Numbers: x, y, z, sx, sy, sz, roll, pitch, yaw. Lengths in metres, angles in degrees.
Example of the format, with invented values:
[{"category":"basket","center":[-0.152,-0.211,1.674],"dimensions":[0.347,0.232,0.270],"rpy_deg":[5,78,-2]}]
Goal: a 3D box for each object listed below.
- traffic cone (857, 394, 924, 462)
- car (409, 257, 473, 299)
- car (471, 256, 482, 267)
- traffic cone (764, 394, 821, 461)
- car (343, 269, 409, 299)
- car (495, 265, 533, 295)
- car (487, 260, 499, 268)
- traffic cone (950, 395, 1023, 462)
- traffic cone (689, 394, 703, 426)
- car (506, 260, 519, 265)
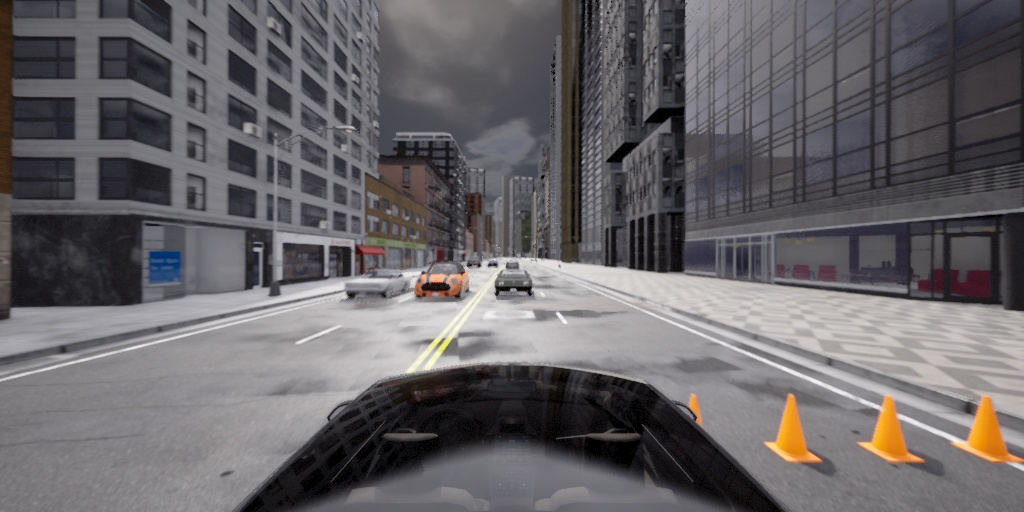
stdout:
[{"category":"traffic cone","center":[3.857,1.719,3.670],"dimensions":[0.340,0.580,0.340],"rpy_deg":[0,0,0]},{"category":"car","center":[-3.371,1.105,18.020],"dimensions":[2.097,1.767,4.553],"rpy_deg":[0,0,0]},{"category":"car","center":[-6.563,1.035,63.555],"dimensions":[2.150,2.045,5.566],"rpy_deg":[0,0,0]},{"category":"traffic cone","center":[2.857,1.716,3.670],"dimensions":[0.340,0.580,0.340],"rpy_deg":[0,0,0]},{"category":"car","center":[-6.622,1.344,18.101],"dimensions":[1.895,1.301,4.718],"rpy_deg":[0,0,0]},{"category":"car","center":[0.076,1.365,19.665],"dimensions":[1.895,1.301,4.718],"rpy_deg":[0,0,0]},{"category":"car","center":[-3.315,1.386,63.558],"dimensions":[1.895,1.301,4.718],"rpy_deg":[0,0,0]},{"category":"traffic cone","center":[4.857,1.722,3.671],"dimensions":[0.340,0.580,0.340],"rpy_deg":[0,0,0]},{"category":"traffic cone","center":[1.858,1.713,3.669],"dimensions":[0.340,0.580,0.340],"rpy_deg":[0,0,0]},{"category":"car","center":[0.049,1.269,49.311],"dimensions":[2.128,1.511,4.902],"rpy_deg":[0,0,0]}]
